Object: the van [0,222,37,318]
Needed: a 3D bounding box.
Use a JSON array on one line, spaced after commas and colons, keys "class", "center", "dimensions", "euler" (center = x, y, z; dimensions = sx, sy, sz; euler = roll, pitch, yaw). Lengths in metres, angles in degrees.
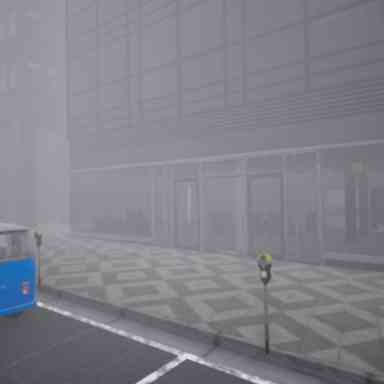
[{"class": "van", "center": [-4.611, 1.413, 6.277], "dimensions": [3.998, 1.788, 1.690], "euler": [-1, -1, 36]}]
